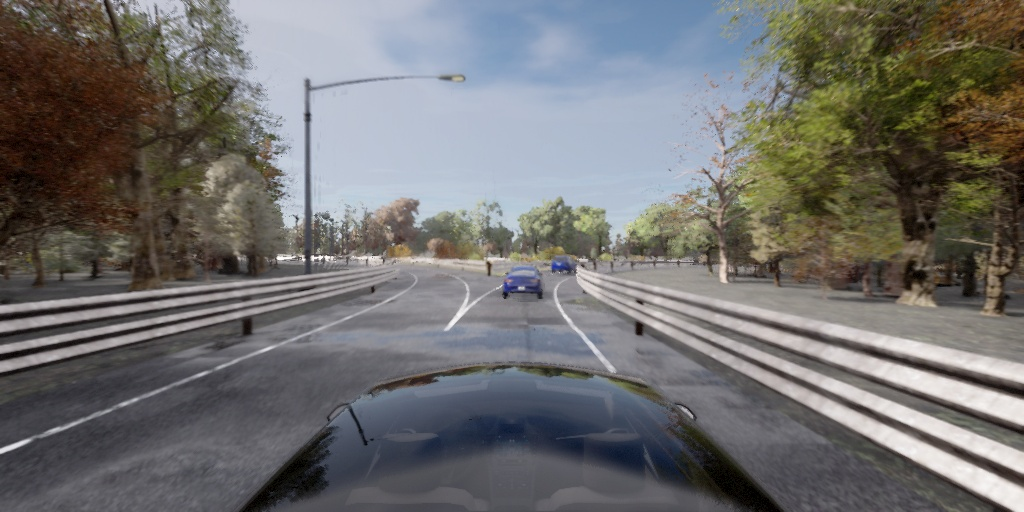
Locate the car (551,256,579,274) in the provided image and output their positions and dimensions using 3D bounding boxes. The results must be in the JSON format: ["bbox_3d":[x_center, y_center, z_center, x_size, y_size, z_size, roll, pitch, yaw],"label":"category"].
[{"bbox_3d":[6.310,1.065,42.197,2.150,2.045,5.566,-1,-1,24],"label":"car"}]

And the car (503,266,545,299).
[{"bbox_3d":[0.650,1.231,17.795,1.812,1.442,4.674,0,0,6],"label":"car"}]
